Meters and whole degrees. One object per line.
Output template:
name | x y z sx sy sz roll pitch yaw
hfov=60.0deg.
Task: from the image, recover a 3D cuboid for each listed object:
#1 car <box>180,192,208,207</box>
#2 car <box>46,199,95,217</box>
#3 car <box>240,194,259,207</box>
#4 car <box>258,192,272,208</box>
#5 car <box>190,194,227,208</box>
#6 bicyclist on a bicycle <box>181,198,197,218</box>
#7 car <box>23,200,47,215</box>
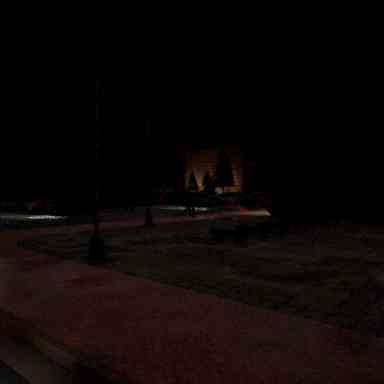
car | 0.618 1.194 50.980 2.150 2.045 5.566 0 0 40
car | -11.120 1.540 31.686 1.994 1.385 4.181 0 0 40
car | 9.121 1.484 50.010 1.837 1.490 4.892 0 0 41
car | 12.014 1.333 48.004 2.097 1.767 4.553 0 0 41
car | 2.427 1.454 47.701 1.882 1.535 5.008 0 0 40
bicyclist on a bicycle | -0.264 1.286 26.743 1.656 1.620 0.582 0 0 40
car | -14.243 1.452 33.412 1.882 1.535 5.008 0 0 40
